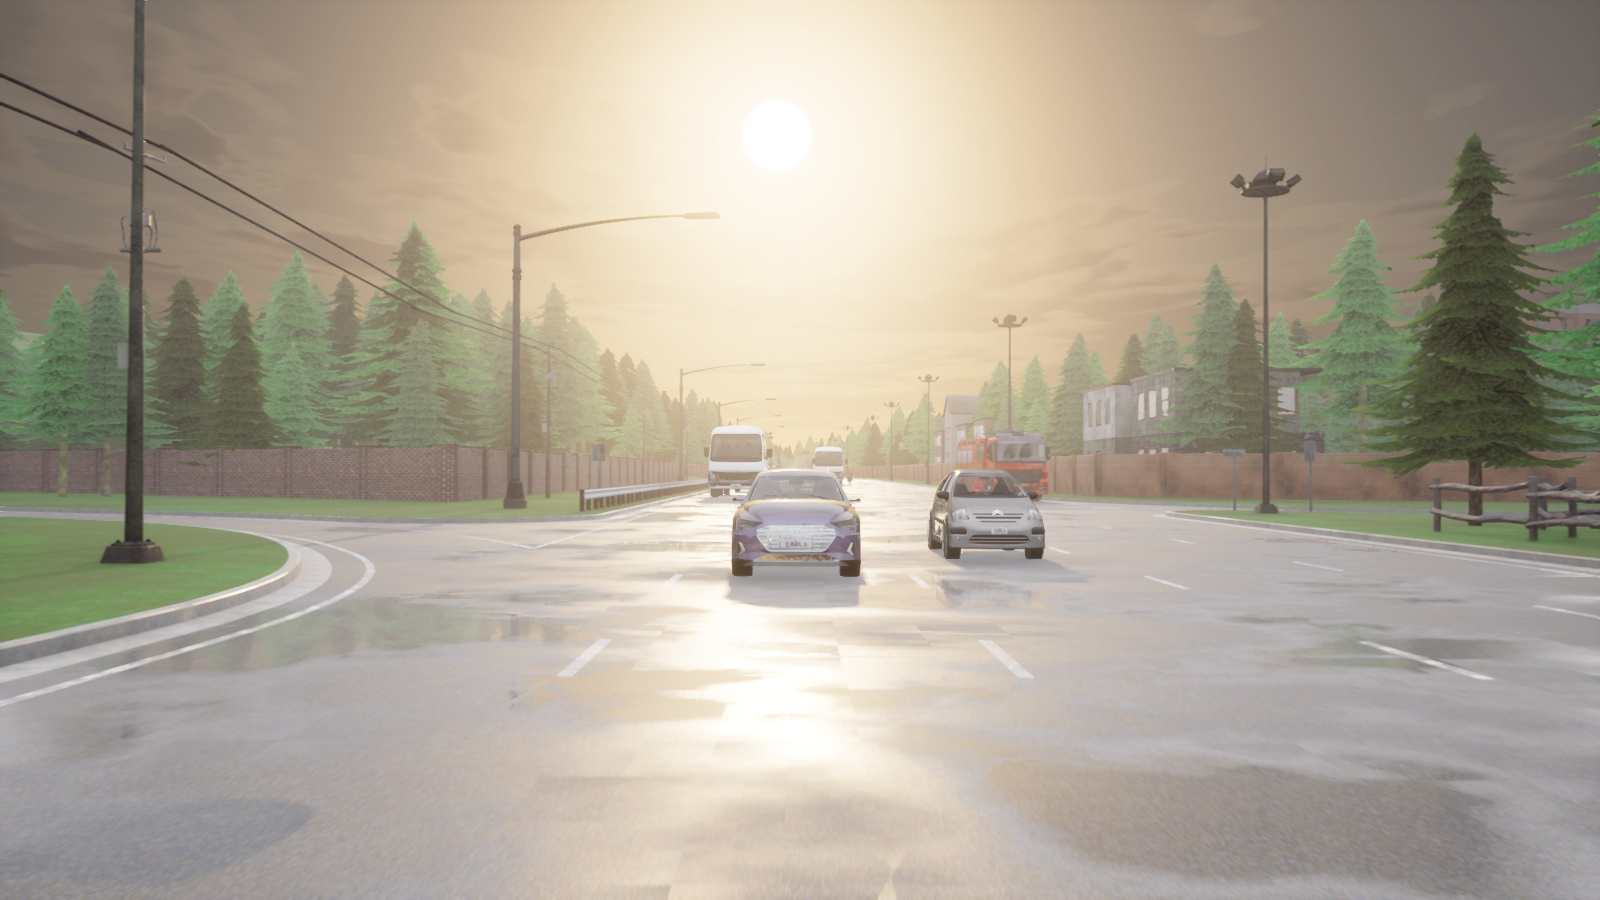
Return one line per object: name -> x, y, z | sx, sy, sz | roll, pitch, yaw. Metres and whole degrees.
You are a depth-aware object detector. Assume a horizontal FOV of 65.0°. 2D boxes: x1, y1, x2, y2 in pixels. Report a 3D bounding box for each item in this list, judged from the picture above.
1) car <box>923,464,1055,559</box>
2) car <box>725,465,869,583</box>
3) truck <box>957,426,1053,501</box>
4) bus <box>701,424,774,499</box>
car -> 3.442, 1.091, 23.580 | 1.851, 1.617, 3.988 | 0, -1, 0
car -> -0.050, 1.080, 20.124 | 2.033, 1.649, 4.856 | 0, -1, 0
truck -> 10.987, 0.741, 68.252 | 2.891, 3.827, 8.468 | 0, -1, -7
bus -> -3.690, 0.730, 76.760 | 3.944, 4.253, 10.273 | 0, -1, 0
